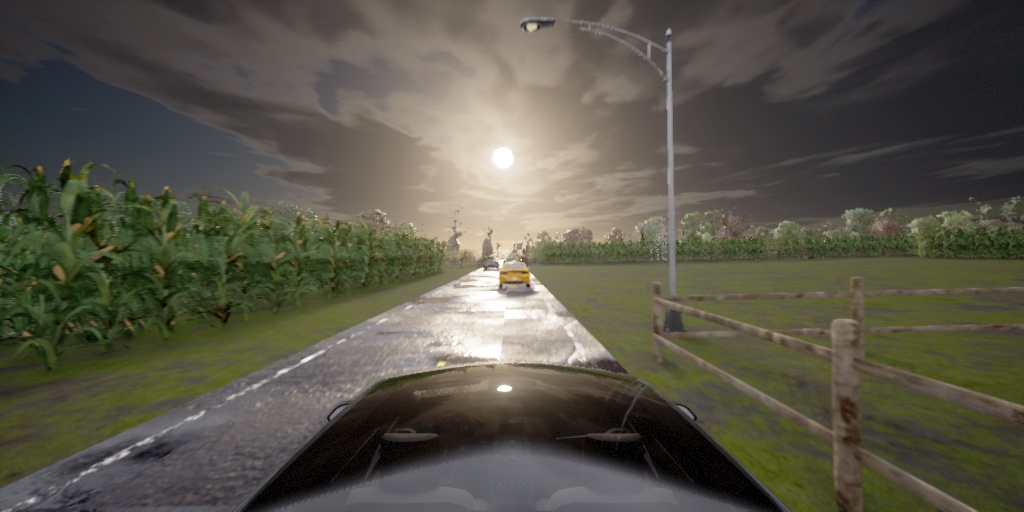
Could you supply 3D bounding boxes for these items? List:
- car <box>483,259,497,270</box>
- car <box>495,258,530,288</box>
[{"bbox_3d":[-2.651,1.117,47.460,1.994,1.385,4.181,-1,0,0],"label":"car"},{"bbox_3d":[0.159,1.119,23.114,1.882,1.535,5.008,-1,0,0],"label":"car"}]
